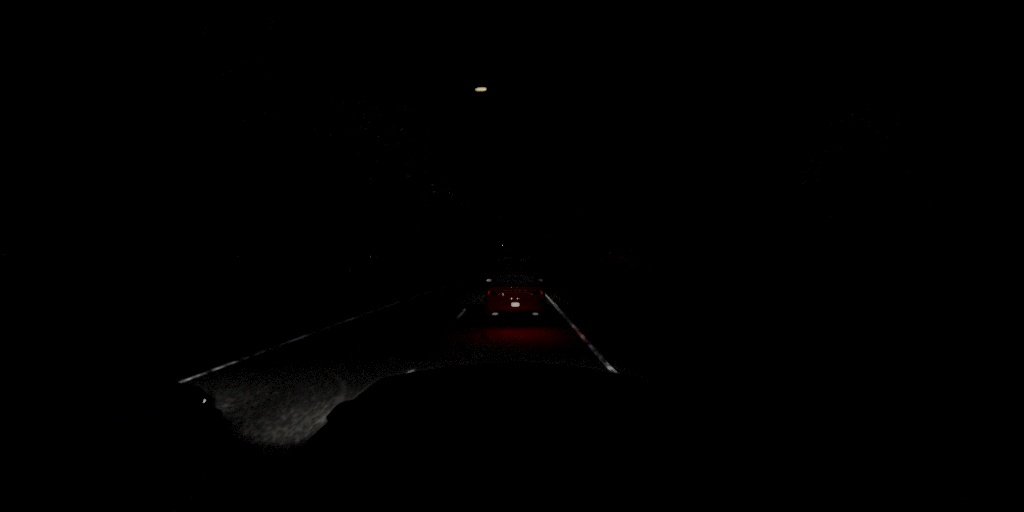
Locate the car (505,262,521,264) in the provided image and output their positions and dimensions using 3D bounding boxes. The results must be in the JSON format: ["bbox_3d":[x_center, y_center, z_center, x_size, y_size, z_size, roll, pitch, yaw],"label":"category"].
[{"bbox_3d":[0.086,1.249,31.196,2.128,1.511,4.902,0,0,0],"label":"car"}]

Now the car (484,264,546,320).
[{"bbox_3d":[0.094,1.230,12.680,1.882,1.535,5.008,0,0,0],"label":"car"}]

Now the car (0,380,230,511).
[{"bbox_3d":[-3.394,1.275,1.167,1.812,1.442,4.674,0,0,0],"label":"car"}]
